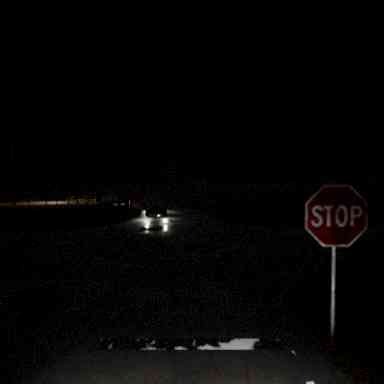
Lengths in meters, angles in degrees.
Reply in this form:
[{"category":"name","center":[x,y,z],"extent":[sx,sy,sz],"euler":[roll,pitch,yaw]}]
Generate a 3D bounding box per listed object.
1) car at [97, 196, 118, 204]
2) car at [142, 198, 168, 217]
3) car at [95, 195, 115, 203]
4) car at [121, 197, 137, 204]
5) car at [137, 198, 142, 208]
[{"category":"car","center":[-15.053,1.482,60.967],"extent":[1.812,1.442,4.674],"euler":[-1,0,-39]},{"category":"car","center":[-3.289,1.385,30.849],"extent":[1.882,1.535,5.008],"euler":[0,0,-5]},{"category":"car","center":[-17.783,1.413,67.950],"extent":[4.181,1.385,1.994],"euler":[-1,1,42]},{"category":"car","center":[-11.132,1.483,60.457],"extent":[1.895,1.301,4.718],"euler":[-1,0,-37]},{"category":"car","center":[-5.491,1.479,42.935],"extent":[1.895,1.301,4.718],"euler":[-1,0,-19]}]
